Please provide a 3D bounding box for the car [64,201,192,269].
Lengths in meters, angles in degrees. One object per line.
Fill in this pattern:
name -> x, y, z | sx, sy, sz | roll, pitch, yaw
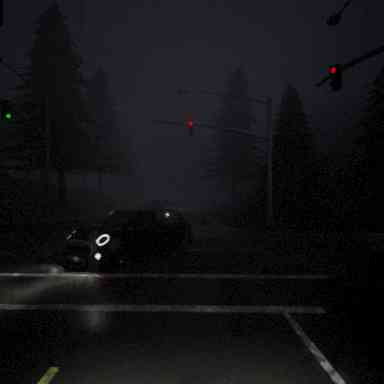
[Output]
car -> -2.012, 1.359, 11.446 | 2.097, 1.767, 4.553 | 0, 0, 38

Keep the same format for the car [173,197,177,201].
car -> -4.146, 1.652, 53.173 | 1.895, 1.301, 4.718 | 0, 0, -14

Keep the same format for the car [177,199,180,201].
car -> -4.060, 1.624, 61.746 | 1.994, 1.385, 4.181 | 0, 0, -39

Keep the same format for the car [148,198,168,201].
car -> -3.621, 1.535, 31.241 | 1.837, 1.490, 4.892 | 0, 0, 0

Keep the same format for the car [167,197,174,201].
car -> -3.627, 1.641, 41.180 | 1.895, 1.301, 4.718 | 0, 0, 0
